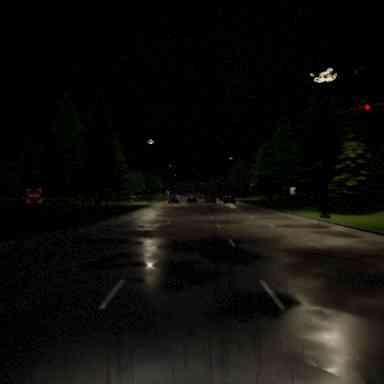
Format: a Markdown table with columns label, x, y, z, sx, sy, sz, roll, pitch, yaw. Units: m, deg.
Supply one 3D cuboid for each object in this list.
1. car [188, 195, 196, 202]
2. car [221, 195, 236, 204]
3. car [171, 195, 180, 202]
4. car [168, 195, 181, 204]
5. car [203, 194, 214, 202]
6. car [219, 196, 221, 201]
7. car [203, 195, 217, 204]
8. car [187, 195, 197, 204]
| label | x | y | z | sx | sy | sz | roll | pitch | yaw |
| --- | --- | --- | --- | --- | --- | --- | --- | --- | --- |
| car | -0.005 | 1.284 | 71.863 | 1.812 | 1.442 | 4.674 | 0 | 0 | 0 |
| car | 6.996 | 1.502 | 61.861 | 1.994 | 1.385 | 4.181 | 0 | 0 | 0 |
| car | -3.505 | 1.283 | 71.863 | 1.812 | 1.442 | 4.674 | 0 | 0 | 0 |
| car | -3.504 | 1.463 | 61.860 | 1.812 | 1.442 | 4.674 | 0 | 0 | 0 |
| car | 3.495 | 1.285 | 71.863 | 2.128 | 1.511 | 4.902 | 0 | 0 | 0 |
| car | 6.995 | 1.284 | 71.864 | 1.812 | 1.442 | 4.674 | 0 | 0 | 0 |
| car | 3.496 | 1.501 | 61.860 | 1.994 | 1.385 | 4.181 | 0 | 0 | 0 |
| car | -0.004 | 1.485 | 61.443 | 2.033 | 1.411 | 5.357 | 0 | 0 | 0 |
